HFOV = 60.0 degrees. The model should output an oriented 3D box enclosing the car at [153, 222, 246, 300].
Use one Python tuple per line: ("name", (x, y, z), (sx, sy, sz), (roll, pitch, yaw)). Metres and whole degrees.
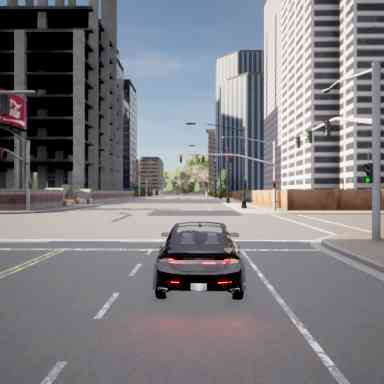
("car", (0.200, 1.492, 8.403), (2.128, 1.511, 4.902), (0, 0, 2))
